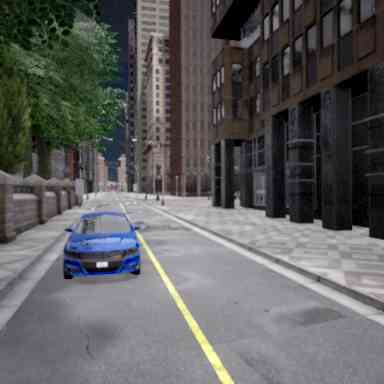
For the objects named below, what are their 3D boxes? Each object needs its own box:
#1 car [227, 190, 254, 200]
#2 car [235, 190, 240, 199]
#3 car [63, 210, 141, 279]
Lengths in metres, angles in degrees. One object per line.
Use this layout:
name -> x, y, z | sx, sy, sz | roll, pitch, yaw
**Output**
car -> 9.845, 0.580, 67.939 | 5.009, 1.841, 2.192 | 0, -1, -14
car -> 6.560, 0.650, 58.375 | 4.097, 1.590, 1.967 | 0, -1, -14
car -> -2.642, 1.354, 10.034 | 1.882, 1.535, 5.008 | 0, 1, -14
